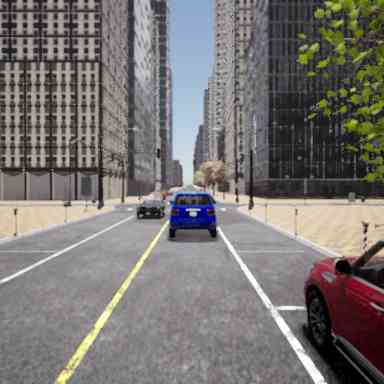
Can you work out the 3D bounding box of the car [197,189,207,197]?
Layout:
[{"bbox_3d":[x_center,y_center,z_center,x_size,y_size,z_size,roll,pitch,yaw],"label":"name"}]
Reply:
[{"bbox_3d":[2.410,0.137,80.884,2.192,1.841,5.009,0,1,0],"label":"car"}]

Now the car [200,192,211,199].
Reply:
[{"bbox_3d":[2.567,0.642,63.867,2.008,1.369,4.403,0,1,0],"label":"car"}]

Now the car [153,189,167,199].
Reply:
[{"bbox_3d":[-6.011,0.406,63.835,2.192,1.841,5.009,0,1,0],"label":"car"}]

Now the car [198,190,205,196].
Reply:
[{"bbox_3d":[2.388,0.254,86.731,1.752,1.417,4.829,0,1,0],"label":"car"}]

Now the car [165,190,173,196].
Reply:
[{"bbox_3d":[-5.992,0.276,86.537,1.887,1.381,4.507,0,1,0],"label":"car"}]

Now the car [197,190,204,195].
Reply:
[{"bbox_3d":[2.368,0.183,92.235,1.887,1.381,4.507,0,1,0],"label":"car"}]

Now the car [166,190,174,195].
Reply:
[{"bbox_3d":[-6.012,0.189,92.212,2.008,1.369,4.403,0,1,0],"label":"car"}]

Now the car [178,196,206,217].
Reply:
[{"bbox_3d":[-0.002,1.113,27.742,2.128,1.511,4.902,0,1,0],"label":"car"}]

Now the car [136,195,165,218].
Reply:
[{"bbox_3d":[-3.091,1.165,25.603,1.895,1.301,4.718,0,1,0],"label":"car"}]

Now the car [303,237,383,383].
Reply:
[{"bbox_3d":[2.683,1.274,3.007,2.192,1.841,5.009,0,1,0],"label":"car"}]

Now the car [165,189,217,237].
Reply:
[{"bbox_3d":[0.040,0.995,16.569,2.150,2.045,5.566,0,0,0],"label":"car"}]

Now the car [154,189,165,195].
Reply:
[{"bbox_3d":[-6.021,0.707,57.990,1.752,1.417,4.829,0,1,0],"label":"car"}]

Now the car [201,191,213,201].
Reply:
[{"bbox_3d":[2.618,0.619,58.188,1.967,1.590,4.097,0,1,0],"label":"car"}]
